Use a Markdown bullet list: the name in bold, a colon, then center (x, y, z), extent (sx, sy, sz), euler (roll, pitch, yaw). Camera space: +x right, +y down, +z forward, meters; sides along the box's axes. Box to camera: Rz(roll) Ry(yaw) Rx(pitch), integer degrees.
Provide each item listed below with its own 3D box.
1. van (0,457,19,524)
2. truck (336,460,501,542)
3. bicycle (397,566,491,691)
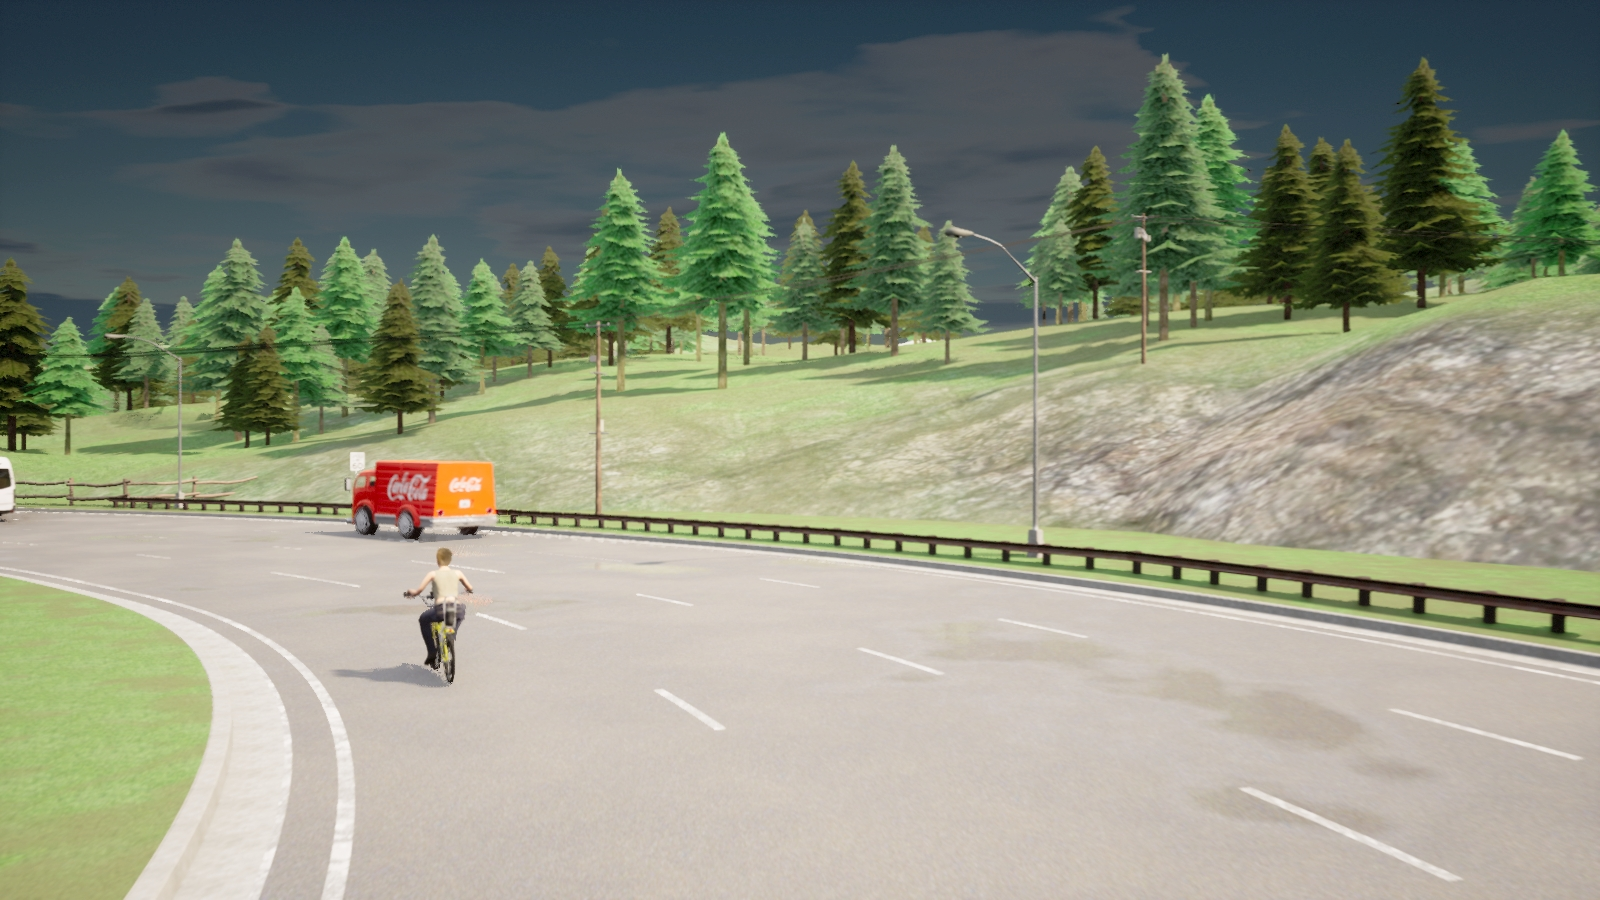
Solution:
- **van**: center (-33.463, 1.538, 44.557), extent (5.915, 2.561, 1.988), euler (0, 0, 22)
- **truck**: center (-12.451, 1.569, 37.160), extent (5.204, 2.467, 2.627), euler (0, 0, 37)
- **bicycle**: center (-4.418, 2.158, 14.112), extent (0.859, 1.276, 1.487), euler (0, 0, -27)
